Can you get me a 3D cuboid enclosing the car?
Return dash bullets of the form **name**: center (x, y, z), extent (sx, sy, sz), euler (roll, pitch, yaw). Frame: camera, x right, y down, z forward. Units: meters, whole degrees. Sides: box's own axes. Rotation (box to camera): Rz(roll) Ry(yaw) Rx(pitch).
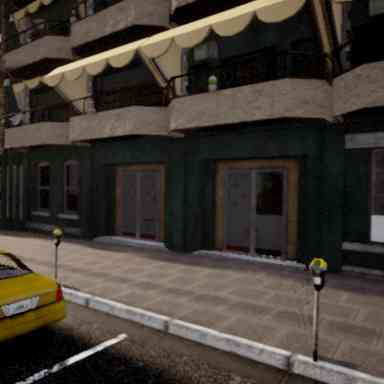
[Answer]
- **car**: center (-4.192, 1.513, 5.846), extent (4.829, 1.417, 1.752), euler (0, 1, 36)
